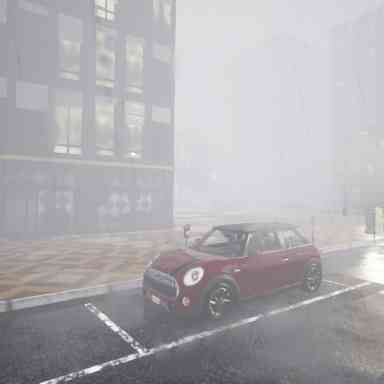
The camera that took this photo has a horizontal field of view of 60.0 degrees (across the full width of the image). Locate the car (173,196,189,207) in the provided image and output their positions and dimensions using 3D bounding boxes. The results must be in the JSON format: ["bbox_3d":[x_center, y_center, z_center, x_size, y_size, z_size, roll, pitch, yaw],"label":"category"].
[{"bbox_3d":[-2.238,1.733,55.910,1.887,1.381,4.507,1,-1,-35],"label":"car"}]

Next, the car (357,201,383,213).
[{"bbox_3d":[21.011,1.730,37.637,1.947,1.339,4.313,1,-1,-35],"label":"car"}]

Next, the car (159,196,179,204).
[{"bbox_3d":[-5.249,1.724,74.631,2.192,1.841,5.009,1,-1,-35],"label":"car"}]

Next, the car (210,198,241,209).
[{"bbox_3d":[4.327,1.677,46.662,2.008,1.369,4.403,1,-1,-35],"label":"car"}]

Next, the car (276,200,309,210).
[{"bbox_3d":[14.445,1.806,46.884,1.802,1.307,4.206,1,-1,-35],"label":"car"}]

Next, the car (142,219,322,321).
[{"bbox_3d":[0.960,1.442,7.241,4.097,1.590,1.967,0,1,-36],"label":"car"}]

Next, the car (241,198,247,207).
[{"bbox_3d":[7.881,1.725,56.133,1.967,1.590,4.097,1,-1,-35],"label":"car"}]

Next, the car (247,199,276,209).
[{"bbox_3d":[11.164,1.799,51.509,1.887,1.381,4.507,1,-1,-35],"label":"car"}]
